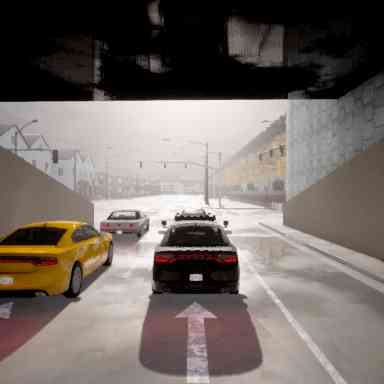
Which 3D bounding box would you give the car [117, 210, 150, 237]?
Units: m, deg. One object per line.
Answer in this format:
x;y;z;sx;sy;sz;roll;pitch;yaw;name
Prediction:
-3.410;1.601;17.848;1.895;1.301;4.718;0;0;0;car

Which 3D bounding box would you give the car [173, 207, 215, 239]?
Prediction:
0.088;1.564;17.894;1.994;1.385;4.181;0;0;0;car

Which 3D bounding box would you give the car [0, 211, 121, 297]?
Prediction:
-3.412;1.478;8.606;1.882;1.535;5.008;0;0;0;car

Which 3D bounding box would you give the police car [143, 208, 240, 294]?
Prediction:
0.084;1.425;8.932;1.930;1.638;5.238;0;0;0;police car
